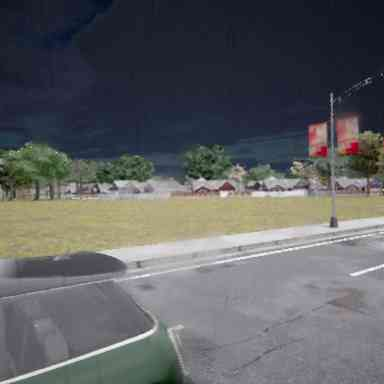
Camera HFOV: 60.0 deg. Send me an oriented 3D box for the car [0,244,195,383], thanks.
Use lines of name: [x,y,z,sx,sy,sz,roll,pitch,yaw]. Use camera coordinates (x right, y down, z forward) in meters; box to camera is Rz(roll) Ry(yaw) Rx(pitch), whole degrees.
car: [-2.229,1.363,2.095,4.553,1.767,2.097,-1,1,-35]
